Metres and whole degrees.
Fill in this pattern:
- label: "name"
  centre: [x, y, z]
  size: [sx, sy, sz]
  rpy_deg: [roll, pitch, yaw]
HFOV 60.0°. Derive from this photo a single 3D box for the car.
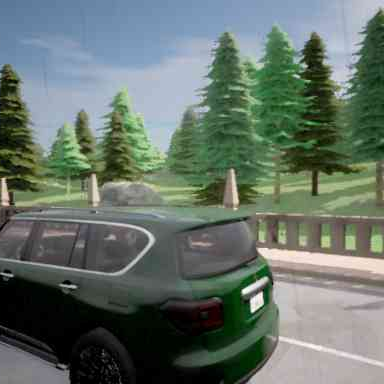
- label: "car"
  centre: [-1.581, 1.210, 4.851]
  size: [5.566, 2.045, 2.150]
  rpy_deg: [0, 0, 33]
